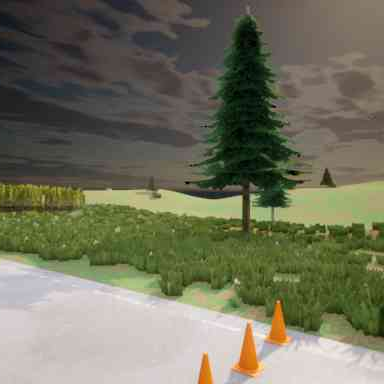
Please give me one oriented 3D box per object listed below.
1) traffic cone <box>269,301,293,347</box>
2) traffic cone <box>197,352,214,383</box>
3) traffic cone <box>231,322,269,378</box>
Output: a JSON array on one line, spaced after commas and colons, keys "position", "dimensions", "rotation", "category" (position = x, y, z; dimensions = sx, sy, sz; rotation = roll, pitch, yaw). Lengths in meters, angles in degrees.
[{"position": [1.310, 1.955, 5.057], "dimensions": [0.340, 0.580, 0.340], "rotation": [0, 0, 36], "category": "traffic cone"}, {"position": [0.140, 1.955, 3.434], "dimensions": [0.340, 0.580, 0.340], "rotation": [0, 0, 36], "category": "traffic cone"}, {"position": [0.725, 1.955, 4.246], "dimensions": [0.340, 0.580, 0.340], "rotation": [0, 0, 36], "category": "traffic cone"}]
